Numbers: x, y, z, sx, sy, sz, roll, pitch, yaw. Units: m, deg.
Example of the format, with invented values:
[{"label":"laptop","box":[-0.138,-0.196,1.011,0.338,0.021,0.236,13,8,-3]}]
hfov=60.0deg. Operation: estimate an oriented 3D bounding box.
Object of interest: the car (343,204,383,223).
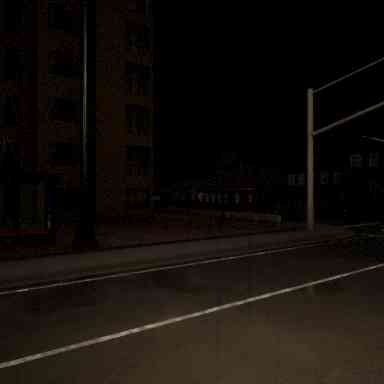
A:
[{"label":"car","box":[13.733,1.575,25.215,1.994,1.385,4.181,0,-2,-34]}]
